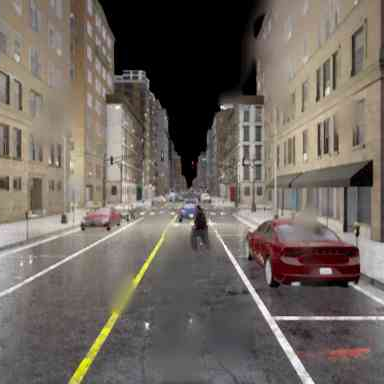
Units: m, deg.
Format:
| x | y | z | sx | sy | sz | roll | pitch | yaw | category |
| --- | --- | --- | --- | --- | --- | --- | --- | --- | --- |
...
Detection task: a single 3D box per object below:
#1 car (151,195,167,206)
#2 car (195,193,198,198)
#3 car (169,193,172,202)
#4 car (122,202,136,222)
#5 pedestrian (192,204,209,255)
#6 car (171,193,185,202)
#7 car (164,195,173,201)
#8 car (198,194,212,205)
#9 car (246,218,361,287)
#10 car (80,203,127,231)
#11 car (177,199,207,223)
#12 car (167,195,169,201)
| x | y | z | sx | sy | sz | roll | pitch | yaw | category |
| --- | --- | --- | --- | --- | --- | --- | --- | --- | --- |
| -5.487 | 1.472 | 52.830 | 2.008 | 1.369 | 4.403 | 0 | 0 | 0 | car |
| 2.499 | 1.193 | 79.876 | 2.192 | 1.841 | 5.009 | 0 | 0 | 0 | car |
| -5.546 | 1.327 | 74.454 | 1.967 | 1.590 | 4.097 | 0 | 0 | 0 | car |
| -5.435 | 1.514 | 25.954 | 2.008 | 1.369 | 4.403 | 0 | 0 | 0 | car |
| 0.295 | 1.277 | 11.849 | 0.375 | 1.860 | 0.375 | 0 | 0 | -10 | pedestrian |
| -2.886 | 1.427 | 73.967 | 2.033 | 1.411 | 5.357 | 0 | 0 | 0 | car |
| -5.561 | 1.404 | 79.690 | 1.752 | 1.417 | 4.829 | 0 | 0 | 0 | car |
| 2.533 | 1.463 | 58.252 | 2.008 | 1.369 | 4.403 | 0 | 0 | 0 | car |
| 2.733 | 1.466 | 9.279 | 1.882 | 1.535 | 5.008 | 0 | 0 | 0 | car |
| -5.425 | 1.554 | 20.272 | 1.802 | 1.307 | 4.206 | 0 | 0 | 0 | car |
| -0.029 | 1.490 | 25.416 | 1.812 | 1.442 | 4.674 | 0 | 0 | 0 | car |
| -5.501 | 1.438 | 58.066 | 1.752 | 1.417 | 4.829 | 0 | 0 | 0 | car |
